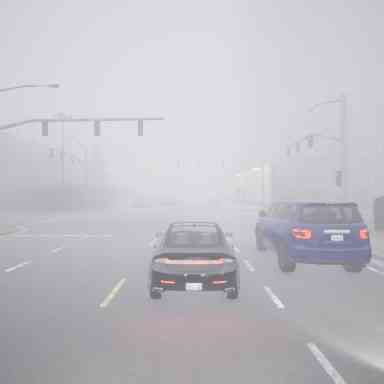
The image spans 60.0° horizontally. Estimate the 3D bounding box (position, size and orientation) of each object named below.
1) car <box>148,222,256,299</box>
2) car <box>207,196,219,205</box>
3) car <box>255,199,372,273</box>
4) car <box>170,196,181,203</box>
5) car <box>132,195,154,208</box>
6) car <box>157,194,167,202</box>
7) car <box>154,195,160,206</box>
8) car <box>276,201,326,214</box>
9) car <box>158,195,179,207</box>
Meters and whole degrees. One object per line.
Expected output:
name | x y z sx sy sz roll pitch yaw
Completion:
car | 0.053 1.492 8.417 2.128 1.511 4.902 0 0 0
car | 3.581 1.491 56.886 2.128 1.511 4.902 0 0 0
car | 3.567 1.221 10.862 2.150 2.045 5.566 0 0 0
car | -3.530 1.540 71.904 2.033 1.411 5.357 0 0 0
car | -7.165 1.352 47.291 2.097 1.767 4.553 0 0 2
car | -7.032 1.355 78.150 2.097 1.767 4.553 0 0 0
car | -7.108 1.352 56.115 2.097 1.767 4.553 0 0 0
car | 11.610 1.656 35.653 4.718 1.301 1.895 0 0 0
car | -3.608 1.547 51.909 2.033 1.411 5.357 0 0 0
